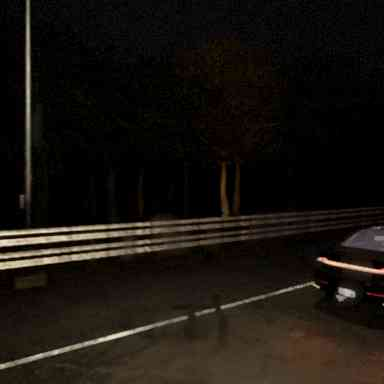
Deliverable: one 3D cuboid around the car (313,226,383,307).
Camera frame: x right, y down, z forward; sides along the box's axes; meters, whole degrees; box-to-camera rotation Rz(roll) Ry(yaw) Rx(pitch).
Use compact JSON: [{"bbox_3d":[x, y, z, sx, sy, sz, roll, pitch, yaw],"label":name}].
[{"bbox_3d":[4.579,1.466,7.014,4.902,1.511,2.128,0,0,-36],"label":"car"}]
